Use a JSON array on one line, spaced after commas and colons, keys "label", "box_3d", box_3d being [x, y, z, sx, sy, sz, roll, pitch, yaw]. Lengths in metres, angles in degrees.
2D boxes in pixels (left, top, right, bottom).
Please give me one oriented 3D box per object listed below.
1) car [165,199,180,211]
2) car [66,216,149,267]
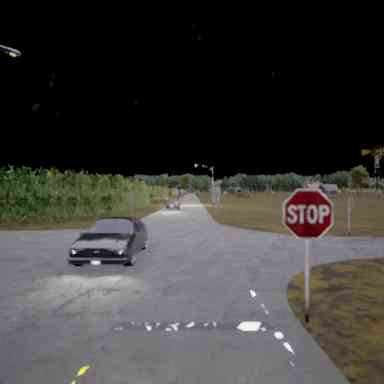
[{"label": "car", "box_3d": [-2.646, 1.732, 45.987, 2.128, 1.511, 4.902, 0, 0, 0]}, {"label": "car", "box_3d": [-2.709, 1.606, 12.062, 2.033, 1.411, 5.357, 0, 0, 0]}]
